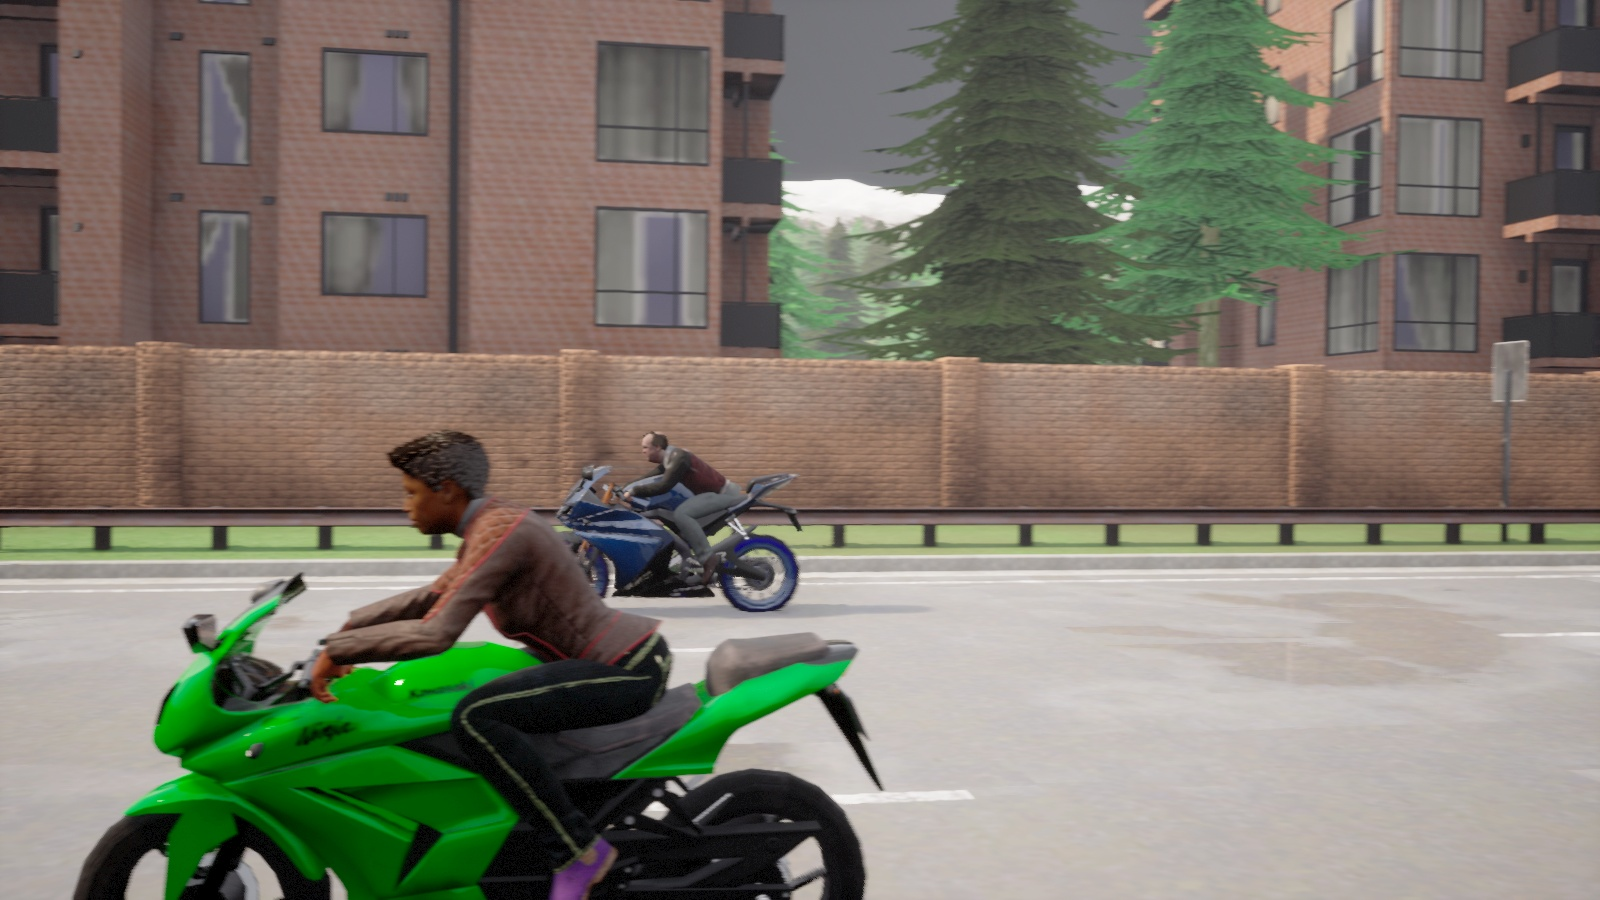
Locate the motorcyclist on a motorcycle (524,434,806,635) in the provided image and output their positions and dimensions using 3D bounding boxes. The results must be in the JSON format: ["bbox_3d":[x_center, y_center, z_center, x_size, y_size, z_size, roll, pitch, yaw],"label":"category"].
[{"bbox_3d":[-1.105,0.647,10.300,2.191,1.530,0.866,-1,1,-9],"label":"motorcyclist on a motorcycle"}]

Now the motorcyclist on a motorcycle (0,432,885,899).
[{"bbox_3d":[-0.869,0.726,3.255,2.044,1.523,0.797,-1,1,-9],"label":"motorcyclist on a motorcycle"}]
